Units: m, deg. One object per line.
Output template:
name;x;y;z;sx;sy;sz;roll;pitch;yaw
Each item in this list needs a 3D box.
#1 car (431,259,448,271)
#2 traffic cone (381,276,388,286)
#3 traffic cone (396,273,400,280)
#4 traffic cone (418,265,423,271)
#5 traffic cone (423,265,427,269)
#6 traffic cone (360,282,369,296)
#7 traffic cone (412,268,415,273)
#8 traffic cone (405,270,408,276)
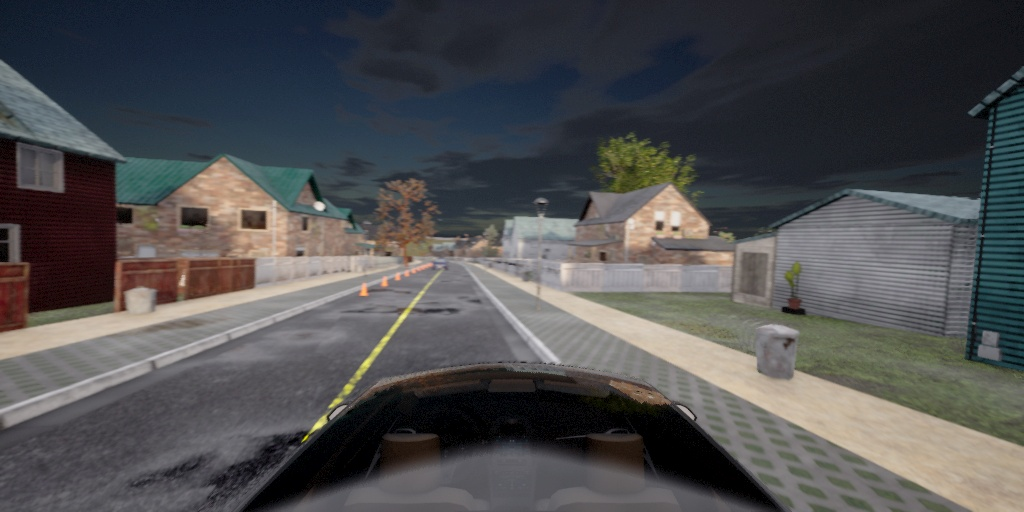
car;-9.084;1.060;45.580;1.812;1.442;4.674;2;0;-9
traffic cone;-7.594;1.482;21.382;0.340;0.580;0.340;0;0;-9
traffic cone;-8.389;1.462;26.333;0.340;0.580;0.340;0;0;-9
traffic cone;-10.717;1.425;41.177;0.340;0.580;0.340;0;0;-9
traffic cone;-11.492;1.419;46.124;0.340;0.580;0.340;0;0;-9
traffic cone;-6.786;1.504;16.434;0.340;0.580;0.340;0;0;-9
traffic cone;-9.941;1.433;36.230;0.340;0.580;0.340;0;0;-9
traffic cone;-9.167;1.446;31.284;0.340;0.580;0.340;0;0;-9
